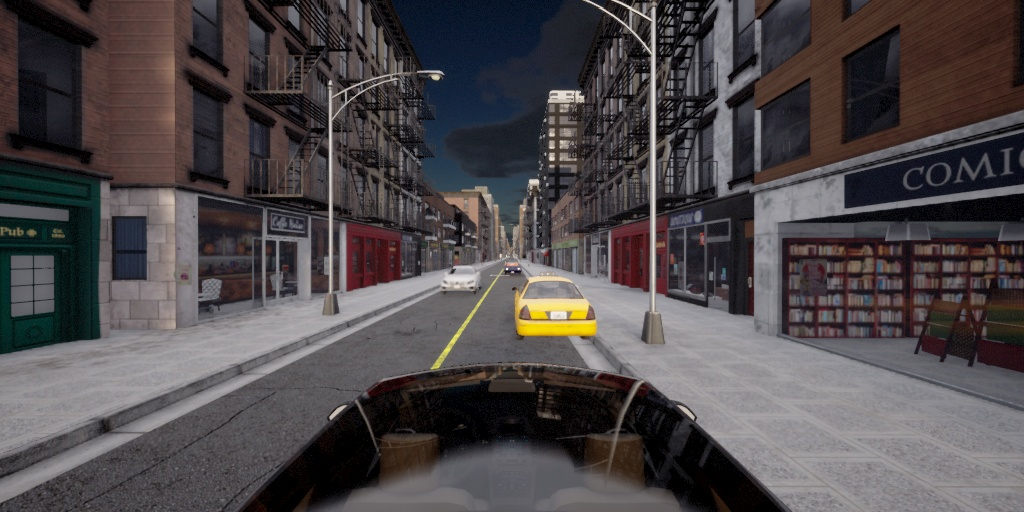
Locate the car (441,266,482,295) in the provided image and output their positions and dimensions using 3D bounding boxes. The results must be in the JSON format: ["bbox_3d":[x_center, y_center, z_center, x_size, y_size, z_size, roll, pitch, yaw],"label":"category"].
[{"bbox_3d":[-2.740,1.279,20.199,1.812,1.442,4.674,0,0,0],"label":"car"}]

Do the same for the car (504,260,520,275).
[{"bbox_3d":[0.094,1.373,39.072,1.895,1.301,4.718,0,0,0],"label":"car"}]

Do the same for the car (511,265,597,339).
[{"bbox_3d":[0.966,1.206,9.984,1.801,1.575,5.366,0,0,0],"label":"car"}]
